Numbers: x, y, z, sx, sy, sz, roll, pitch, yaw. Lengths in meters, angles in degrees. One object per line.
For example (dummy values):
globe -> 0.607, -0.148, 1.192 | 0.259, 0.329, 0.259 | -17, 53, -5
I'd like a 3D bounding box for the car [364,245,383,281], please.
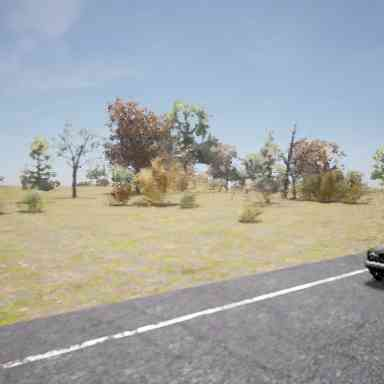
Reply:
car -> 6.496, 1.603, 8.664 | 4.718, 1.301, 1.895 | 0, 0, -36
